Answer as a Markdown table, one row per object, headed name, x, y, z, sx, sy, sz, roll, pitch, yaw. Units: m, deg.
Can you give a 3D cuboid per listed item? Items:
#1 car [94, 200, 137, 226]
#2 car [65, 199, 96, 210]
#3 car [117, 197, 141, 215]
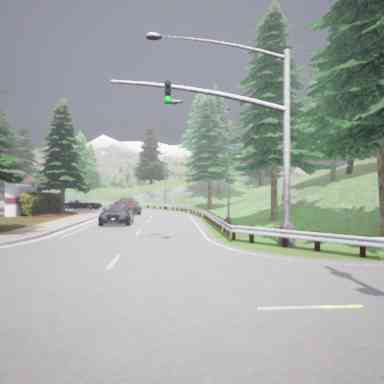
| name | x | y | z | sx | sy | sz | roll | pitch | yaw |
| --- | --- | --- | --- | --- | --- | --- | --- | --- | --- |
| car | -5.113 | 1.512 | 22.816 | 1.994 | 1.385 | 4.181 | 0 | 0 | -5 |
| car | -13.304 | 1.517 | 39.993 | 4.718 | 1.301 | 1.895 | 0 | 0 | 12 |
| car | -6.388 | 1.279 | 32.559 | 2.097 | 1.767 | 4.553 | 0 | 0 | -22 |
